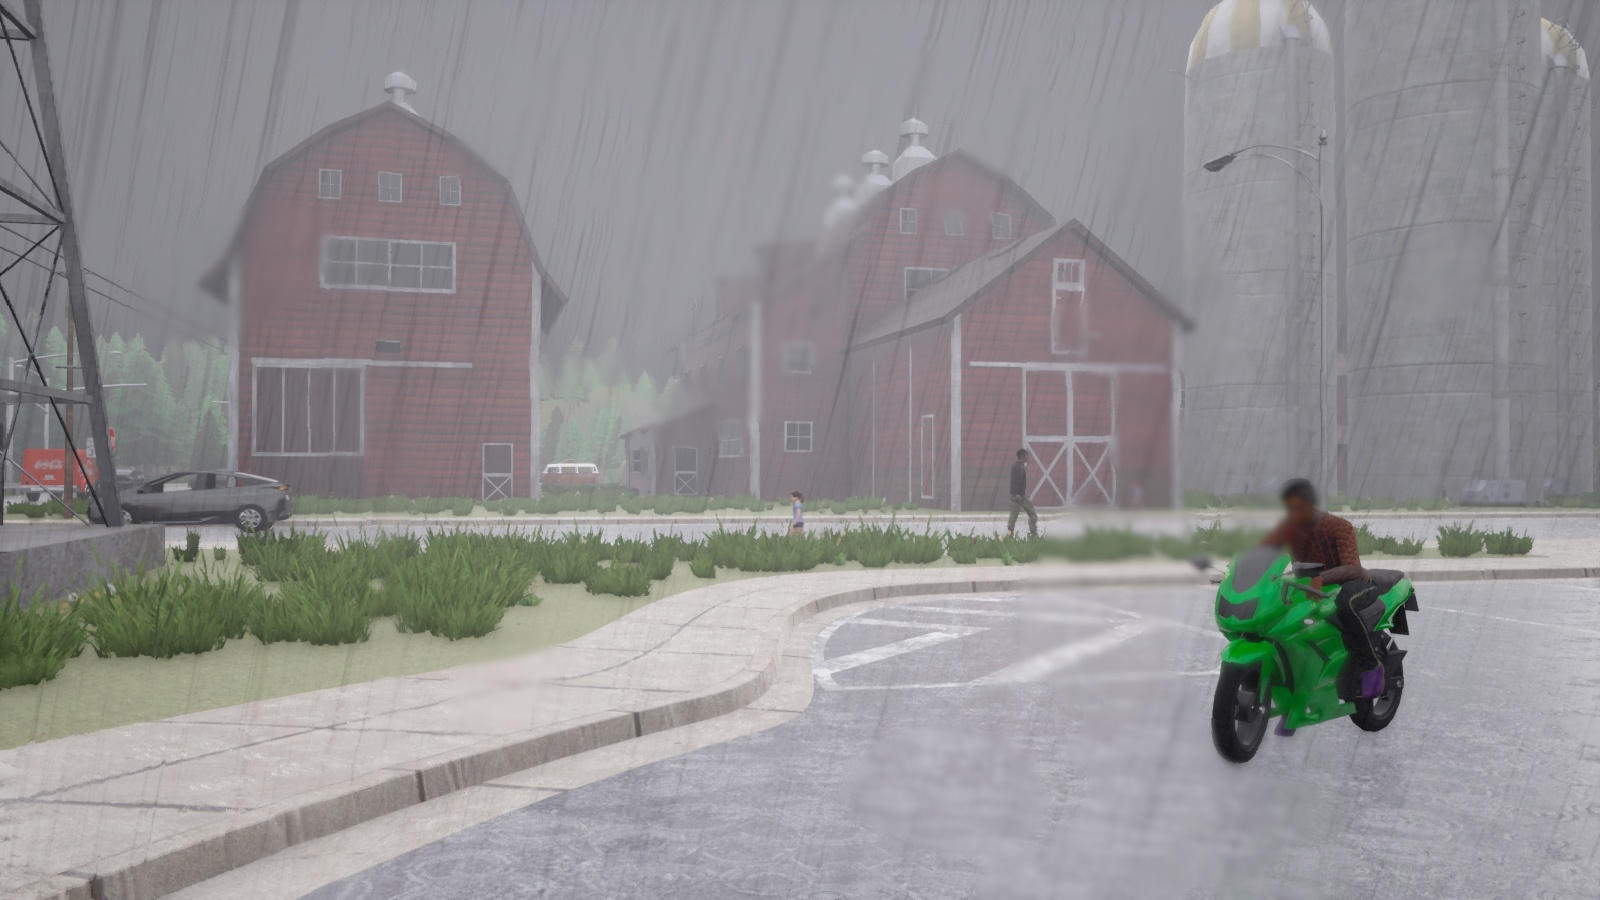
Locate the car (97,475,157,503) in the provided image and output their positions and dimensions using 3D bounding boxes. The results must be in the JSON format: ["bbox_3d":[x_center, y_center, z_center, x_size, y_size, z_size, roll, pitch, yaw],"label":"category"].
[{"bbox_3d":[-37.836,2.155,70.686,1.837,1.490,4.892,0,-1,-14],"label":"car"}]

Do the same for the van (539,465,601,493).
[{"bbox_3d":[-17.421,2.174,95.091,4.480,2.038,2.069,0,-1,-15],"label":"van"}]

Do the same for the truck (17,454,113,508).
[{"bbox_3d":[-35.317,1.483,60.529,2.627,2.467,5.204,0,-1,-14],"label":"truck"}]

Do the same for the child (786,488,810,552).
[{"bbox_3d":[-0.038,1.219,22.008,0.394,1.110,0.255,0,-1,-8],"label":"child"}]

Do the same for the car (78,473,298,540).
[{"bbox_3d":[-14.824,1.335,30.688,4.514,1.525,2.007,0,-1,-15],"label":"car"}]

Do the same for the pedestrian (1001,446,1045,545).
[{"bbox_3d":[4.212,0.851,23.747,0.703,1.840,0.431,0,-1,-13],"label":"pedestrian"}]

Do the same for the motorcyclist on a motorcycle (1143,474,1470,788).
[{"bbox_3d":[2.901,0.904,7.094,2.044,1.523,0.797,1,-1,-39],"label":"motorcyclist on a motorcycle"}]

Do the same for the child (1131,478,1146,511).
[{"bbox_3d":[11.558,1.522,42.879,0.394,1.110,0.255,0,-1,-16],"label":"child"}]
